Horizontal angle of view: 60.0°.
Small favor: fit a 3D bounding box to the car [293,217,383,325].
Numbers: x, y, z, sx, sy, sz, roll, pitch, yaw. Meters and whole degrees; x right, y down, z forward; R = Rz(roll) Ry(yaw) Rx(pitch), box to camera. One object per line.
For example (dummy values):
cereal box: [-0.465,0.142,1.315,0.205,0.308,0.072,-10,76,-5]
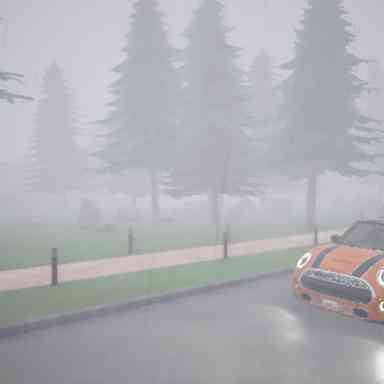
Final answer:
car: [4.202,1.353,7.056,4.553,1.767,2.097,0,0,-36]
